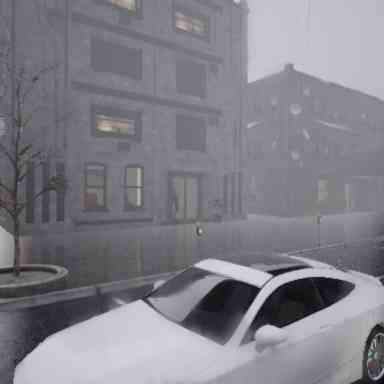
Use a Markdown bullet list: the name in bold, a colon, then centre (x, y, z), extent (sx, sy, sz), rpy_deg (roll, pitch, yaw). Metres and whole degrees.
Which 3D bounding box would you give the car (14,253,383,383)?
- **car**: centre (0.575, 1.517, 3.797), extent (4.674, 1.442, 1.812), rpy_deg (0, 0, -36)
